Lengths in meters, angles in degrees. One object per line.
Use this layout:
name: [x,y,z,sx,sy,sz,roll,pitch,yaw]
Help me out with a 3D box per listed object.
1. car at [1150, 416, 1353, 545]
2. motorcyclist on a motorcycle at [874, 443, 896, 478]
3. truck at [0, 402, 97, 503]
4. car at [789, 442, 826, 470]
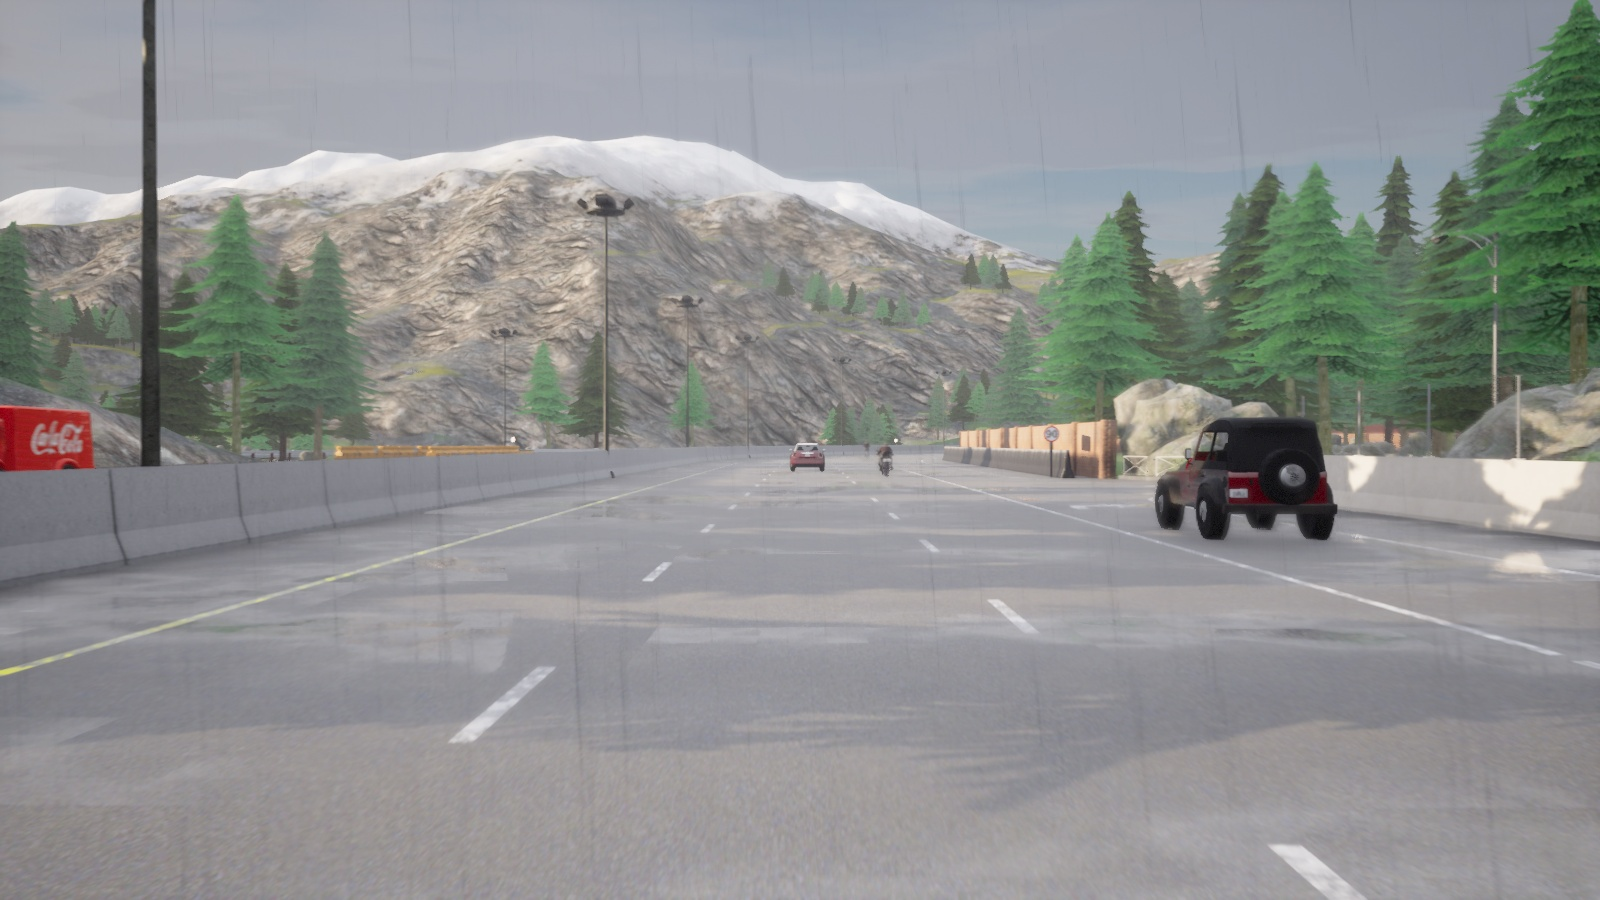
car: [7.131,0.434,20.286,1.905,1.878,3.866,0,0,0]
motorcyclist on a motorcycle: [3.838,0.465,56.669,0.866,1.530,2.191,0,0,0]
truck: [-20.801,0.066,32.175,2.627,2.467,5.204,0,0,0]
car: [0.405,0.325,68.616,1.970,1.475,3.806,0,0,0]
